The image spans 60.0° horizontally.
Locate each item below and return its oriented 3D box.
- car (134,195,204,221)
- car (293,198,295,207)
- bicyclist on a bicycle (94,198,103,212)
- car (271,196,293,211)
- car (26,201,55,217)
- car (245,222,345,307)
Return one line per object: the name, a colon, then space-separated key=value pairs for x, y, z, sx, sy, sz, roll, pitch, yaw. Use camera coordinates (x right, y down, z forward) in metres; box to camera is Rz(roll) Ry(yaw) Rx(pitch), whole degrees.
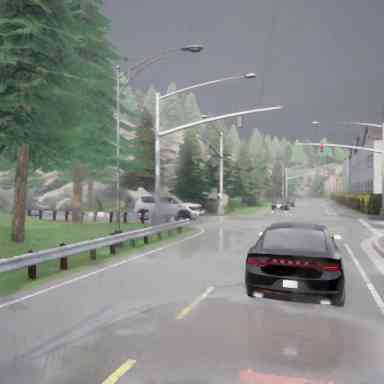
car: x=-1.855 y=1.235 z=26.020 sx=5.566 sy=2.045 sz=2.150 roll=0 pitch=0 yaw=20
car: x=14.521 y=1.352 z=50.721 sx=2.097 sy=1.767 sz=4.553 roll=0 pitch=0 yaw=21
bicyclist on a bicycle: x=-10.275 y=1.416 z=36.595 sx=0.582 sy=1.620 sz=1.656 roll=-2 pitch=5 yaw=20
car: x=11.087 y=1.491 z=41.551 sx=2.128 sy=1.511 sz=4.902 roll=0 pitch=0 yaw=20
car: x=-14.738 y=1.577 z=30.704 sx=4.181 sy=1.385 sz=1.994 roll=0 pitch=0 yaw=20
car: x=2.603 y=1.478 z=8.205 sx=1.882 sy=1.535 sz=5.008 roll=0 pitch=0 yaw=20
